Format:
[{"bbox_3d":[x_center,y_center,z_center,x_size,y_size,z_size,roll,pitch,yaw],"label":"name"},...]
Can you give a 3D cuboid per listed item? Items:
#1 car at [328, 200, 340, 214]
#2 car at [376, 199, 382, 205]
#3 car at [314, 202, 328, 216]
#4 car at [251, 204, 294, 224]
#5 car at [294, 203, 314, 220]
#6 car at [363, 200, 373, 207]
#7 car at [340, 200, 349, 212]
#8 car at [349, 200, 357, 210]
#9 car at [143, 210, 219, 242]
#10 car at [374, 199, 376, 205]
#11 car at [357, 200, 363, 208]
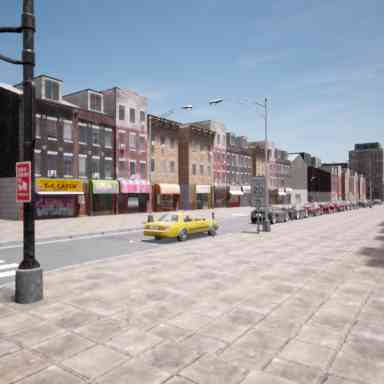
[{"bbox_3d":[15.824,1.833,39.668,1.887,1.381,4.507,-1,-1,35],"label":"car"},{"bbox_3d":[45.131,2.458,80.951,2.008,1.369,4.403,-2,-2,35],"label":"car"},{"bbox_3d":[12.568,1.819,35.080,1.802,1.307,4.206,-1,-1,35],"label":"car"},{"bbox_3d":[6.055,1.713,25.906,1.947,1.339,4.313,-1,-1,35],"label":"car"},{"bbox_3d":[9.311,1.741,30.494,2.008,1.369,4.403,-1,-1,35],"label":"car"},{"bbox_3d":[32.107,2.145,62.605,2.008,1.369,4.403,-1,-1,35],"label":"car"},{"bbox_3d":[19.079,1.782,44.257,1.967,1.590,4.097,-1,-1,35],"label":"car"},{"bbox_3d":[22.337,1.950,48.843,2.008,1.369,4.403,-1,-1,35],"label":"car"},{"bbox_3d":[-0.360,1.597,16.870,1.752,1.417,4.829,-1,-1,35],"label":"car"},{"bbox_3d":[35.362,2.210,67.191,1.887,1.381,4.507,-1,-2,35],"label":"car"},{"bbox_3d":[25.593,2.011,53.430,2.008,1.369,4.403,-1,-1,35],"label":"car"}]
